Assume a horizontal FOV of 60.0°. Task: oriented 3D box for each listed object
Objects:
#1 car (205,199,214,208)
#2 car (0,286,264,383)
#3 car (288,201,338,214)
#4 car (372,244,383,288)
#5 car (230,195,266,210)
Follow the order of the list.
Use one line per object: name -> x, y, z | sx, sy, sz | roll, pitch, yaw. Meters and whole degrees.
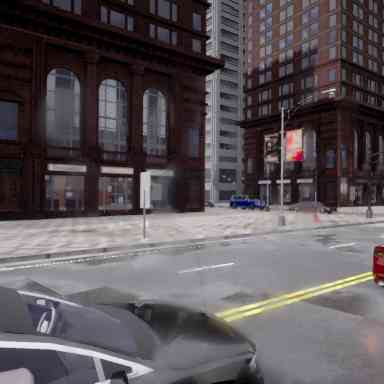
car -> 1.693, 1.834, 53.592 | 1.994, 1.385, 4.181 | 1, -1, -35
car -> -1.569, 1.492, 2.326 | 4.902, 1.511, 2.128 | 0, 0, -35
car -> 13.390, 1.725, 37.122 | 2.033, 1.411, 5.357 | 1, -1, -35
car -> 6.260, 1.489, 7.898 | 5.008, 1.535, 1.882 | 0, 0, -35
car -> 7.512, 1.445, 45.399 | 2.150, 2.045, 5.566 | 1, -1, -35
